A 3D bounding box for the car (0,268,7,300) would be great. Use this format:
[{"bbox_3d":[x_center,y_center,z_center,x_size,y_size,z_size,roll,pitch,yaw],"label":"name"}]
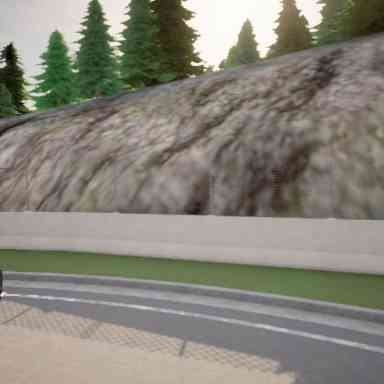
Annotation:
[{"bbox_3d":[-5.430,1.401,5.050,4.902,1.511,2.128,0,1,8],"label":"car"}]
